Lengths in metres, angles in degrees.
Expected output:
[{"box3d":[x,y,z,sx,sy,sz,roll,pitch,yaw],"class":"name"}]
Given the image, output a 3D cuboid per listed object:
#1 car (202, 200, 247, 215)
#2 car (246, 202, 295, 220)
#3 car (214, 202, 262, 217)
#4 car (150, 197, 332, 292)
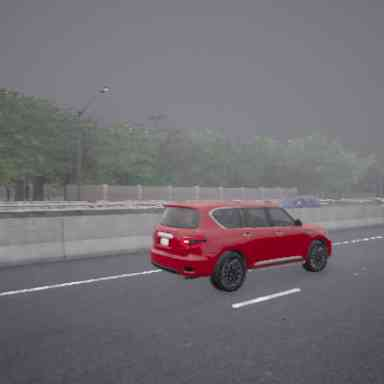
[{"box3d":[3.601,1.641,36.635,4.892,1.490,1.837,1,-1,-35],"class":"car"},{"box3d":[7.294,1.658,30.672,4.674,1.442,1.812,0,0,-35],"class":"car"},{"box3d":[4.637,1.729,33.081,4.718,1.301,1.895,0,0,-35],"class":"car"},{"box3d":[1.547,1.262,9.273,5.566,2.045,2.150,0,0,-36],"class":"car"}]
